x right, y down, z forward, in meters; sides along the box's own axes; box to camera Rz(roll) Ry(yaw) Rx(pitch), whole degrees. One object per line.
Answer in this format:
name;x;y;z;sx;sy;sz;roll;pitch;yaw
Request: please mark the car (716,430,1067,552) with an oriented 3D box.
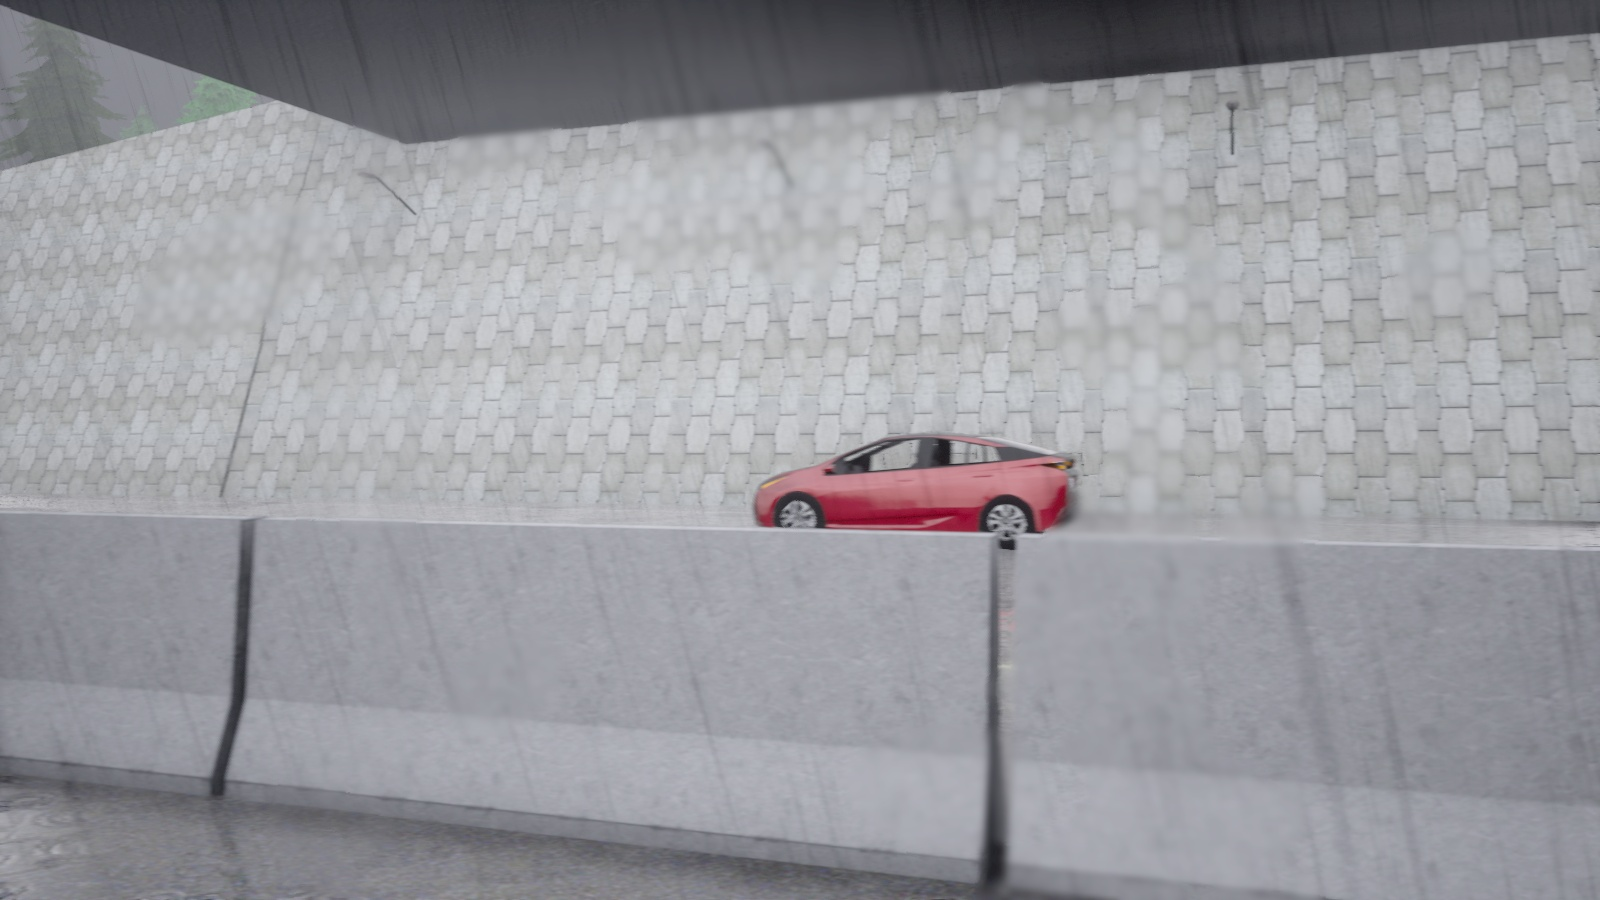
car;1.309;0.498;17.522;4.514;1.525;2.007;1;1;19
